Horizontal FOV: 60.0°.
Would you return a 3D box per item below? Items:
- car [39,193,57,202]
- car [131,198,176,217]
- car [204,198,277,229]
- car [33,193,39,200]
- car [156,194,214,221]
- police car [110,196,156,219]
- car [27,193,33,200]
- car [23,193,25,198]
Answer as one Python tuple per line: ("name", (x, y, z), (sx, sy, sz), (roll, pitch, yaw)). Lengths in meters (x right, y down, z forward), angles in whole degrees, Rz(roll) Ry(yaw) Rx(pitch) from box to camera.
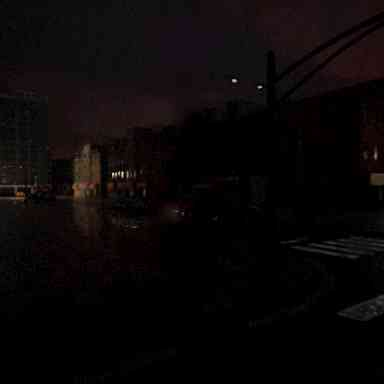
("car", (-25.612, 0.966, 59.635), (1.752, 1.417, 4.829), (0, 0, -36))
("car", (-3.363, 1.227, 28.576), (1.887, 1.381, 4.507), (0, 1, -36))
("car", (2.966, 1.302, 19.742), (1.887, 1.381, 4.507), (0, 1, -36))
("car", (-28.678, 0.850, 63.914), (1.967, 1.590, 4.097), (0, 0, -36))
("car", (-0.198, 1.035, 24.157), (2.192, 1.841, 5.009), (0, 1, -36))
("police car", (-4.743, 1.143, 25.965), (1.930, 1.638, 5.238), (-1, 1, -36))
("car", (-31.842, 0.923, 68.333), (1.887, 1.381, 4.507), (0, 0, -36))
("car", (-35.006, 0.898, 72.749), (2.008, 1.369, 4.403), (0, 0, -36))
